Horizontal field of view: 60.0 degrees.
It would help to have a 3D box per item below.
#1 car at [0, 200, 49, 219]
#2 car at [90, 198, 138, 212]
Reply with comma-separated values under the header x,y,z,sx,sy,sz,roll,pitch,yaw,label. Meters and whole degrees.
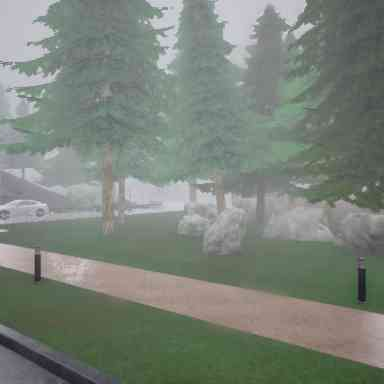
x,y,z,sx,sy,sz,roll,pitch,yaw,label
-14.179,1.363,27.340,1.812,1.442,4.674,0,0,35,car
-8.201,1.385,35.671,2.033,1.411,5.357,0,0,36,car
